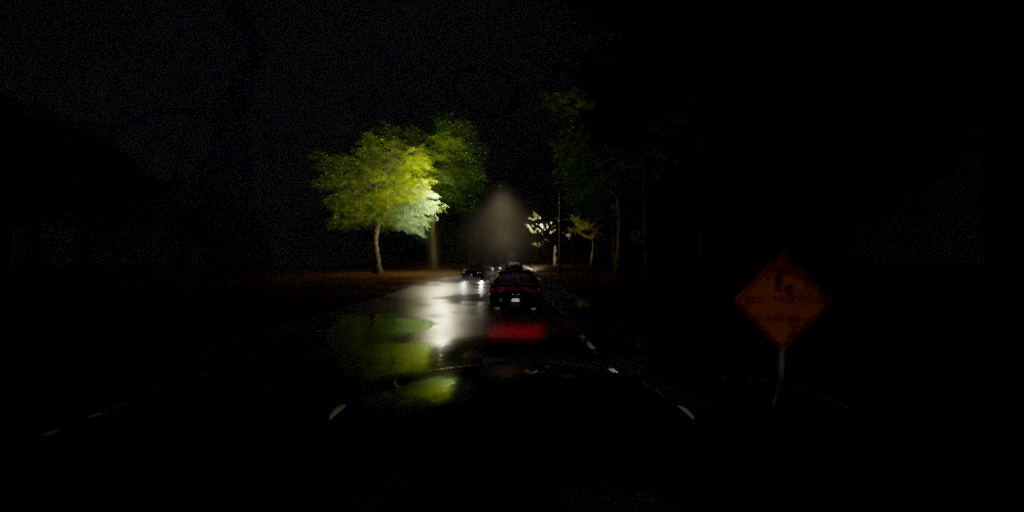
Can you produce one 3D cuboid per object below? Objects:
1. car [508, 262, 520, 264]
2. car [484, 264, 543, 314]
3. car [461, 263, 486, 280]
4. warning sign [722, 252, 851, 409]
[{"bbox_3d":[0.257,1.405,41.610,2.128,1.511,4.902,0,0,0],"label":"car"},{"bbox_3d":[0.136,1.277,14.086,1.882,1.535,5.008,0,0,0],"label":"car"},{"bbox_3d":[-3.476,1.382,33.122,1.837,1.490,4.892,0,0,0],"label":"car"},{"bbox_3d":[3.561,0.878,4.773,1.300,1.860,1.060,0,0,0],"label":"warning sign"}]
